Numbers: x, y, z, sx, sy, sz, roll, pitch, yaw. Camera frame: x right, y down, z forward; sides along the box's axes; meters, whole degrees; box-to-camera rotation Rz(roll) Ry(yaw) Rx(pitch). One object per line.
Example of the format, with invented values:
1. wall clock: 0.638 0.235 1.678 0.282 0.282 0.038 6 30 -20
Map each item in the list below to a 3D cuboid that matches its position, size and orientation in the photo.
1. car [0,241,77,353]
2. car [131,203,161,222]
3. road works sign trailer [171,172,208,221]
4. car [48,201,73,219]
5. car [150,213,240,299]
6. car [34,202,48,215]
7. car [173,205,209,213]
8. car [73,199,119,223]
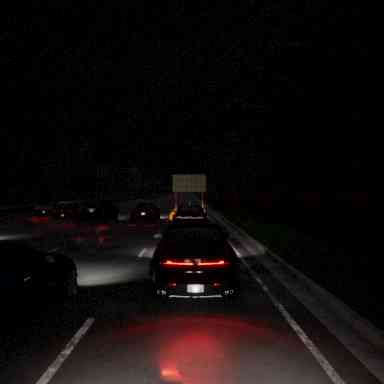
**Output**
1. car: -3.429 1.526 5.427 1.812 1.442 4.674 0 0 0
2. car: -3.605 1.564 26.399 1.994 1.385 4.181 0 0 -1
3. road works sign trailer: -0.187 0.464 22.721 2.380 3.560 2.880 0 0 -3
4. car: -10.633 1.601 29.480 1.895 1.301 4.718 0 0 0
5. car: 0.047 1.505 8.463 1.837 1.490 4.892 0 0 0
6. car: -14.171 1.601 33.950 1.895 1.301 4.718 0 0 -1
7. car: -0.067 1.488 18.851 2.128 1.511 4.902 0 0 1
8. car: -7.108 1.354 25.678 2.097 1.767 4.553 0 0 0
